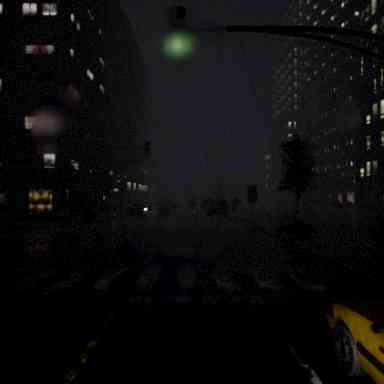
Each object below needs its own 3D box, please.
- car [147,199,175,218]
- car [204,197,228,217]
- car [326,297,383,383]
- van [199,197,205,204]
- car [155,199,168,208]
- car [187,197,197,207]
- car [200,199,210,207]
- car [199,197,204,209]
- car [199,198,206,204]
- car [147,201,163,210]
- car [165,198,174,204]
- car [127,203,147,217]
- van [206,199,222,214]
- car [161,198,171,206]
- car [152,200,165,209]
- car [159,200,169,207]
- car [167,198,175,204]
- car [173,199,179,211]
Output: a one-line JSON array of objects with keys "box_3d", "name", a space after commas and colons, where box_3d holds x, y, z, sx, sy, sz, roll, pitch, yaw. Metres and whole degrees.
[{"box_3d": [-3.104, 1.798, 34.424, 1.882, 1.535, 5.008, 0, -1, 0], "name": "car"}, {"box_3d": [2.681, 1.641, 35.005, 2.192, 1.841, 5.009, 0, -1, 0], "name": "car"}, {"box_3d": [2.686, 1.551, 2.762, 1.752, 1.417, 4.829, 0, -1, 0], "name": "car"}, {"box_3d": [2.673, 2.248, 90.267, 1.690, 1.788, 3.998, 0, -1, 0], "name": "van"}, {"box_3d": [-5.703, 2.049, 62.634, 1.967, 1.590, 4.097, 0, -1, 0], "name": "car"}, {"box_3d": [-0.009, 2.168, 63.777, 2.033, 1.411, 5.357, 0, -1, 0], "name": "car"}, {"box_3d": [2.677, 2.212, 68.161, 1.887, 1.381, 4.507, 0, -1, 0], "name": "car"}, {"box_3d": [2.677, 1.865, 57.109, 2.192, 1.841, 5.009, 0, -1, 0], "name": "car"}, {"box_3d": [2.675, 2.373, 84.910, 1.752, 1.417, 4.829, 0, -1, 0], "name": "car"}, {"box_3d": [-5.701, 2.044, 51.580, 2.008, 1.369, 4.403, 0, -1, 0], "name": "car"}, {"box_3d": [-5.705, 2.370, 84.569, 1.752, 1.417, 4.829, 0, -1, 0], "name": "car"}, {"box_3d": [-5.698, 1.877, 35.001, 2.008, 1.369, 4.403, 0, -1, 0], "name": "car"}, {"box_3d": [2.680, 1.721, 40.530, 1.690, 1.788, 3.998, 0, -1, 0], "name": "van"}, {"box_3d": [-5.705, 2.167, 73.687, 1.967, 1.590, 4.097, 0, -1, 0], "name": "car"}, {"box_3d": [-5.702, 2.095, 57.106, 1.887, 1.381, 4.507, 0, -1, 0], "name": "car"}, {"box_3d": [-5.703, 2.250, 68.160, 1.802, 1.307, 4.206, 0, -1, 0], "name": "car"}, {"box_3d": [-5.706, 2.452, 90.264, 1.887, 1.381, 4.507, 0, -1, 0], "name": "car"}, {"box_3d": [-3.104, 2.022, 44.555, 1.895, 1.301, 4.718, 0, -1, 0], "name": "car"}]
